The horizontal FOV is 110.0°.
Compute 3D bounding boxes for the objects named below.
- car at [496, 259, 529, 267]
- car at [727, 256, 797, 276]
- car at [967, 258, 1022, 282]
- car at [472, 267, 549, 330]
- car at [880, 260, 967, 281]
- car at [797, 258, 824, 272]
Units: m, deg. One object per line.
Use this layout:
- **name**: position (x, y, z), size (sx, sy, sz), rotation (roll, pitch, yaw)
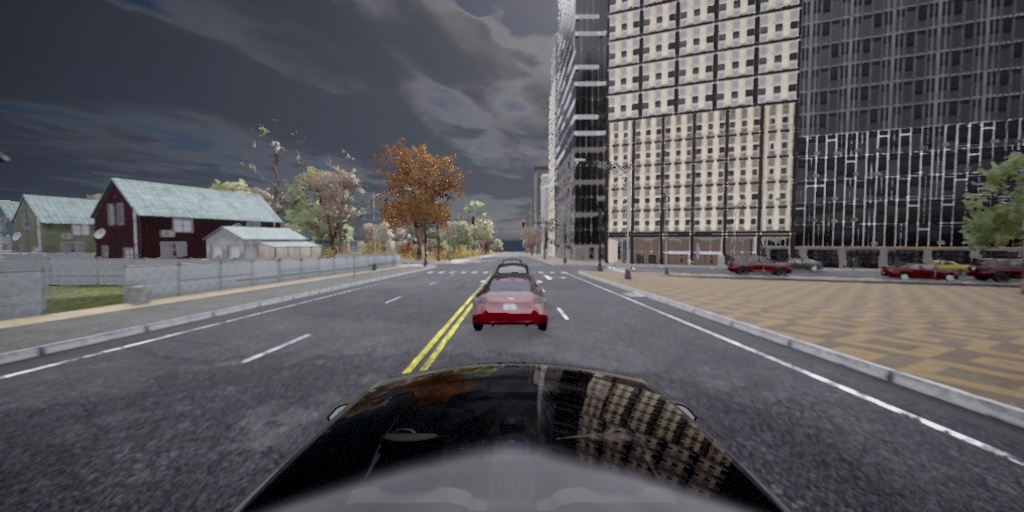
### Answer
- **car**: position (0.045, 1.036, 15.768), size (1.837, 1.490, 4.892), rotation (0, 1, 1)
- **car**: position (23.022, 0.920, 33.636), size (5.009, 1.841, 2.192), rotation (0, 0, 20)
- **car**: position (38.990, 1.142, 27.787), size (5.009, 1.841, 2.192), rotation (0, 0, 20)
- **car**: position (-0.022, 1.179, 10.587), size (1.994, 1.385, 4.181), rotation (0, 0, 1)
- **car**: position (33.667, 1.298, 29.737), size (4.507, 1.381, 1.888), rotation (0, 0, 20)
- **car**: position (31.057, 0.914, 39.079), size (4.403, 1.370, 2.007), rotation (0, 0, 20)
